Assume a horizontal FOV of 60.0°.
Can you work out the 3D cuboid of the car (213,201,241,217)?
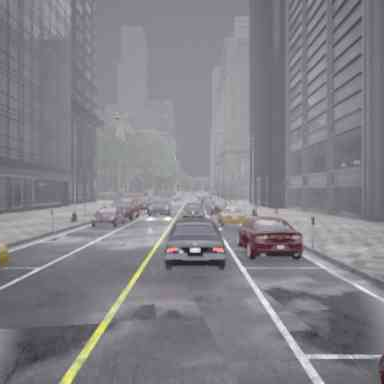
[{"bbox_3d":[2.755,1.602,23.580,1.752,1.417,4.829,0,0,0],"label":"car"}]

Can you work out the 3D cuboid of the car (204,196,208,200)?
[{"bbox_3d":[2.750,1.575,39.685,1.967,1.590,4.097,0,0,0],"label":"car"}]

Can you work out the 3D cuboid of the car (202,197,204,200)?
[{"bbox_3d":[2.748,1.701,45.110,1.887,1.381,4.507,0,0,0],"label":"car"}]

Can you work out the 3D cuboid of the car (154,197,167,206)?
[{"bbox_3d":[-5.780,1.659,61.399,1.967,1.590,4.097,0,0,0],"label":"car"}]

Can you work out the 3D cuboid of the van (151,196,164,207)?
[{"bbox_3d":[-5.779,1.539,55.974,1.690,1.788,3.998,0,0,0],"label":"van"}]

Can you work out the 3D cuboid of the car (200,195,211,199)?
[{"bbox_3d":[2.747,1.725,56.130,1.752,1.417,4.829,0,0,0],"label":"car"}]

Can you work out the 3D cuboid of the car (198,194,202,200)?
[{"bbox_3d":[2.745,1.534,61.386,2.192,1.841,5.009,0,0,0],"label":"car"}]

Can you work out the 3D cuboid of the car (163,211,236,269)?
[{"bbox_3d":[0.089,1.583,11.225,2.033,1.411,5.357,0,0,0],"label":"car"}]

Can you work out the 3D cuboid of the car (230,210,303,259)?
[{"bbox_3d":[2.757,1.584,12.560,1.887,1.381,4.507,0,0,0],"label":"car"}]

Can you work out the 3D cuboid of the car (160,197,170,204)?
[{"bbox_3d":[-5.781,1.840,72.251,1.802,1.307,4.206,0,0,0],"label":"car"}]

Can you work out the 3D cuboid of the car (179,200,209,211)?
[{"bbox_3d":[0.089,1.638,27.565,2.033,1.411,5.357,0,0,0],"label":"car"}]

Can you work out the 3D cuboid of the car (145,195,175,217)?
[{"bbox_3d":[-3.103,1.461,32.797,2.097,1.767,4.553,0,0,0],"label":"car"}]

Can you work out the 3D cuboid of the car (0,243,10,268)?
[{"bbox_3d":[-5.766,1.547,6.969,1.752,1.417,4.829,0,0,0],"label":"car"}]

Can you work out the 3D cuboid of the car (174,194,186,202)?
[{"bbox_3d":[-3.016,1.630,74.347,2.033,1.411,5.357,0,0,0],"label":"car"}]

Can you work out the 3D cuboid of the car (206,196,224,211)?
[{"bbox_3d":[2.751,1.555,34.260,1.967,1.590,4.097,0,0,0],"label":"car"}]

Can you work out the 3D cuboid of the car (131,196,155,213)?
[{"bbox_3d":[-5.775,1.450,39.696,2.192,1.841,5.009,0,0,0],"label":"car"}]

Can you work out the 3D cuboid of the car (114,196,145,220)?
[{"bbox_3d":[-5.773,1.410,28.844,2.192,1.841,5.009,0,0,0],"label":"car"}]

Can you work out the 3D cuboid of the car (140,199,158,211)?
[{"bbox_3d":[-5.776,1.700,45.120,1.887,1.381,4.507,0,0,0],"label":"car"}]

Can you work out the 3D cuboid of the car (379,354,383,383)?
[{"bbox_3d":[2.760,1.588,1.710,1.802,1.307,4.206,0,0,0],"label":"car"}]

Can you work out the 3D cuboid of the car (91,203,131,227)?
[{"bbox_3d":[-5.771,1.657,23.417,1.802,1.307,4.206,0,0,0],"label":"car"}]

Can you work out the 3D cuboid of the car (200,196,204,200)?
[{"bbox_3d":[2.748,1.728,50.534,2.008,1.369,4.403,0,0,0],"label":"car"}]
